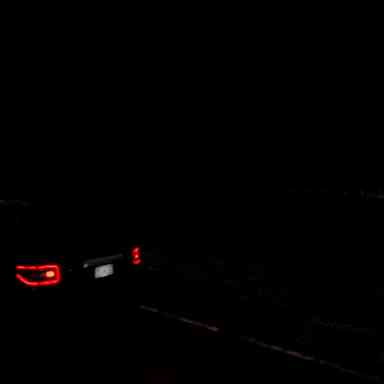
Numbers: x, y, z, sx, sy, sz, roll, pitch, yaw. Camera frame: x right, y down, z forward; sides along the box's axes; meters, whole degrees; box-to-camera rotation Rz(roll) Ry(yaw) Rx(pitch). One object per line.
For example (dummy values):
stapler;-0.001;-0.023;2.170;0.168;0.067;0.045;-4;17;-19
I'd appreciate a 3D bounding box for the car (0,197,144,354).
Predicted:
car;-3.348;1.089;6.061;5.566;2.045;2.150;2;1;36
